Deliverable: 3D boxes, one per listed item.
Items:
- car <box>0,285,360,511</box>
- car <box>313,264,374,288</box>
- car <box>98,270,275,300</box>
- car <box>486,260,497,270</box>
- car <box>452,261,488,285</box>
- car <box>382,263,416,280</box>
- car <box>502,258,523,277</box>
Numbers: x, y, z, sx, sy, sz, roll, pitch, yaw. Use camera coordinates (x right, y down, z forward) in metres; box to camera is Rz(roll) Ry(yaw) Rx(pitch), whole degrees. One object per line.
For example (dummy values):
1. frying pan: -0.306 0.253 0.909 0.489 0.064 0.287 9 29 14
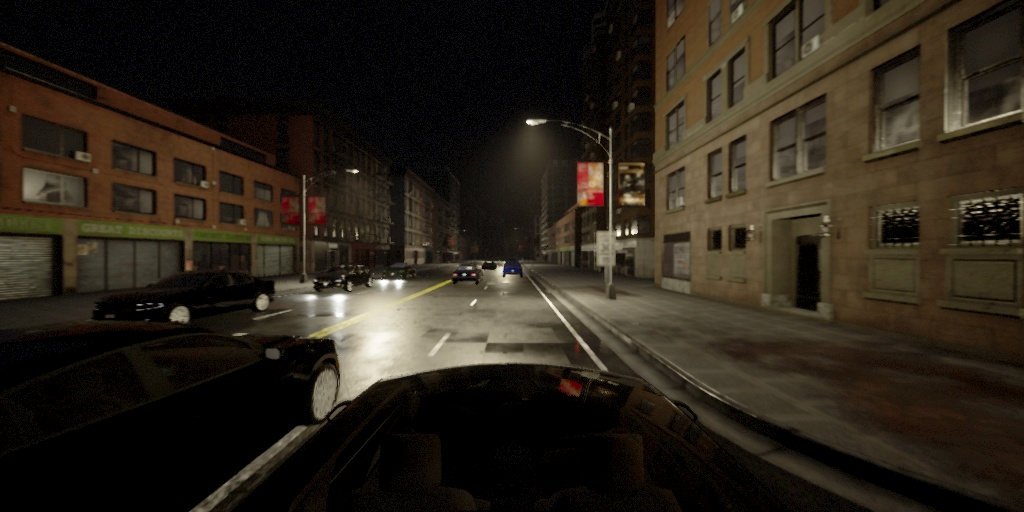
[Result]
1. car: -3.150 1.227 2.668 1.882 1.535 5.008 0 0 0
2. car: -9.860 1.257 21.362 1.837 1.490 4.892 0 0 0
3. car: -9.850 1.227 11.367 1.882 1.535 5.008 0 0 2
4. car: -3.233 1.324 51.381 1.994 1.385 4.181 0 0 0
5. car: -3.180 1.301 26.416 2.033 1.411 5.357 0 0 0
6. car: -9.866 1.318 31.650 1.994 1.385 4.181 0 0 0
7. car: 0.060 1.234 35.847 1.882 1.535 5.008 0 0 0
